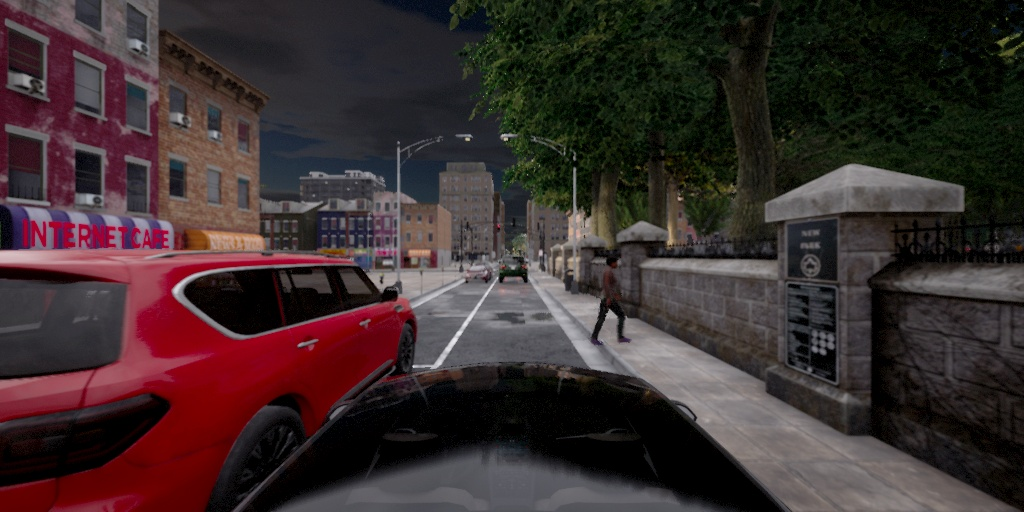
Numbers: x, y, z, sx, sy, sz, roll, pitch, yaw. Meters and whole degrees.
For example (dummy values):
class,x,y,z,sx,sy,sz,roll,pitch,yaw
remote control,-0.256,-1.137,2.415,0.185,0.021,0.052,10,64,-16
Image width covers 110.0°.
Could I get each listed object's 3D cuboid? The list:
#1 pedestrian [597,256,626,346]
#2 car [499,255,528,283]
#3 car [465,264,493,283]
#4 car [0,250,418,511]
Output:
class,x,y,z,sx,sy,sz,roll,pitch,yaw
pedestrian,2.020,0.896,7.315,0.375,1.860,0.375,0,0,0
car,0.115,0.981,28.420,2.150,2.045,5.566,0,0,1
car,-2.600,1.344,27.742,1.802,1.307,4.207,0,0,0
car,-2.749,0.976,4.073,2.150,2.045,5.566,0,0,0
